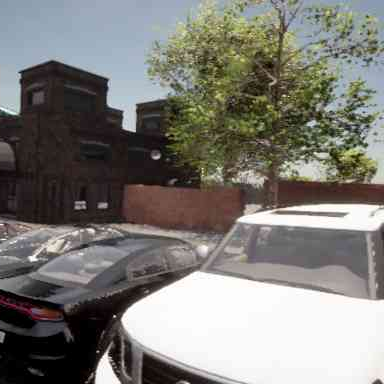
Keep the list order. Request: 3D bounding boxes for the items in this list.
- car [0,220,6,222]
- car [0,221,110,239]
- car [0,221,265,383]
[{"bbox_3d":[-5.416,1.509,9.144,2.231,1.521,4.892,0,0,36],"label":"car"},{"bbox_3d":[-3.033,1.500,7.458,2.231,1.521,4.892,0,0,36],"label":"car"},{"bbox_3d":[-0.768,1.491,5.825,2.097,1.535,5.008,0,0,36],"label":"car"}]
